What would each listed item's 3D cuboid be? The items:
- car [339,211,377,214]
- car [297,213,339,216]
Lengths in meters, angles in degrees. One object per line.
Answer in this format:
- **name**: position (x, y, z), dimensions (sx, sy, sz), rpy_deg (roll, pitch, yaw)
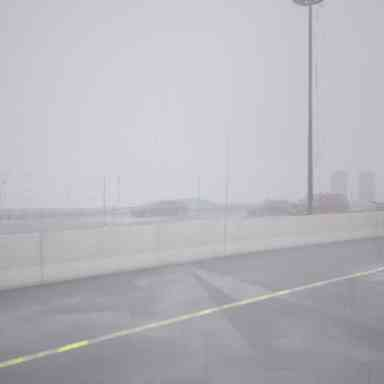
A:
- **car**: position (13.178, 1.417, 24.060), dimensions (4.674, 1.442, 1.812), rpy_deg (0, 0, -27)
- **car**: position (10.110, 1.107, 26.397), dimensions (5.566, 2.045, 2.150), rpy_deg (0, 0, -28)
